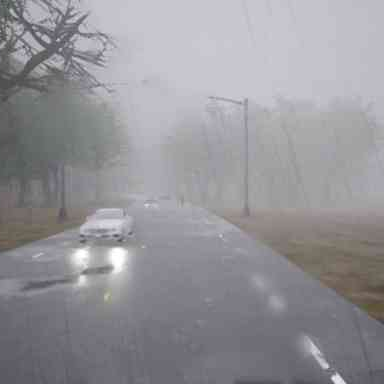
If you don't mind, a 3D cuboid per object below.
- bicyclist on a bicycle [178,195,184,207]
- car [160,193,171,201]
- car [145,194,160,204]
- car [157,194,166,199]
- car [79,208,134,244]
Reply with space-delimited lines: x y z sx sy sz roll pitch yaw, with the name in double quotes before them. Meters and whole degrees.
"bicyclist on a bicycle" -1.305 1.328 46.462 0.582 1.620 1.656 0 0 -6
"car" -6.205 1.130 77.498 2.097 1.767 4.553 -1 0 -9
"car" -7.207 1.220 59.042 2.097 1.767 4.553 0 0 -6
"car" -8.375 1.223 90.370 1.895 1.301 4.718 -1 0 -11
"car" -3.921 1.495 15.890 1.812 1.442 4.674 0 0 -2
